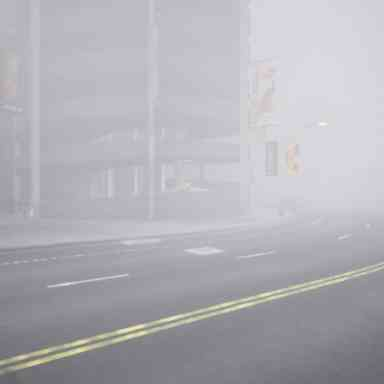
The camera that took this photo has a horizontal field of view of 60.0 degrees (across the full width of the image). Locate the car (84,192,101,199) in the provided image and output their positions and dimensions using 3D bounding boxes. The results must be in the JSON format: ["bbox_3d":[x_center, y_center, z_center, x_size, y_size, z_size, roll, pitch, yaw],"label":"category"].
[{"bbox_3d":[-18.588,1.077,62.601,2.435,2.045,5.566,0,0,-35],"label":"car"}]

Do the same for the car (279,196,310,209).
[{"bbox_3d":[14.312,1.402,47.526,2.097,1.767,4.553,0,0,-12],"label":"car"}]

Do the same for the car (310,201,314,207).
[{"bbox_3d":[16.756,1.604,52.359,2.033,1.411,5.357,0,0,-17],"label":"car"}]
